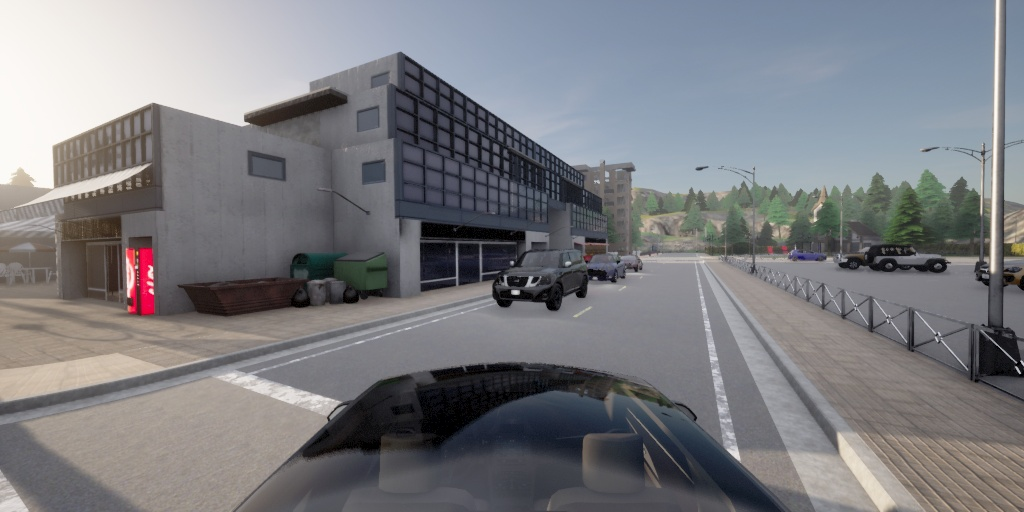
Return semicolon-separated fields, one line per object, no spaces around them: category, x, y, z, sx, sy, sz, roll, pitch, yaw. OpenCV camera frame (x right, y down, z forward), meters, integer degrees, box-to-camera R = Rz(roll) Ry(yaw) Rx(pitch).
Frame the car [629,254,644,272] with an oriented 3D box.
car;10.388;0.594;31.735;1.812;1.442;4.674;0;1;27

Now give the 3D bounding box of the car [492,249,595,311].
car;1.351;0.743;13.816;2.150;2.045;5.566;0;1;27

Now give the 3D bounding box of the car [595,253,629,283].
car;5.778;0.651;22.600;2.097;1.767;4.553;0;1;27
